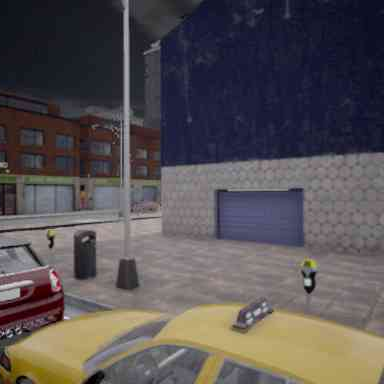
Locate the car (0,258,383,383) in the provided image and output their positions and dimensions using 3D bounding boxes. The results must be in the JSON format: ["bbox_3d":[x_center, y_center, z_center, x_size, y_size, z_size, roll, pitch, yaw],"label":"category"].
[{"bbox_3d":[0.239,1.526,2.644,4.829,1.417,1.752,0,0,35],"label":"car"}]

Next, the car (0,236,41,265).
[{"bbox_3d":[-4.085,1.444,5.717,4.097,1.590,1.967,0,0,35],"label":"car"}]

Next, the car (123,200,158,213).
[{"bbox_3d":[-5.636,1.556,36.069,1.994,1.385,4.181,0,0,36],"label":"car"}]
